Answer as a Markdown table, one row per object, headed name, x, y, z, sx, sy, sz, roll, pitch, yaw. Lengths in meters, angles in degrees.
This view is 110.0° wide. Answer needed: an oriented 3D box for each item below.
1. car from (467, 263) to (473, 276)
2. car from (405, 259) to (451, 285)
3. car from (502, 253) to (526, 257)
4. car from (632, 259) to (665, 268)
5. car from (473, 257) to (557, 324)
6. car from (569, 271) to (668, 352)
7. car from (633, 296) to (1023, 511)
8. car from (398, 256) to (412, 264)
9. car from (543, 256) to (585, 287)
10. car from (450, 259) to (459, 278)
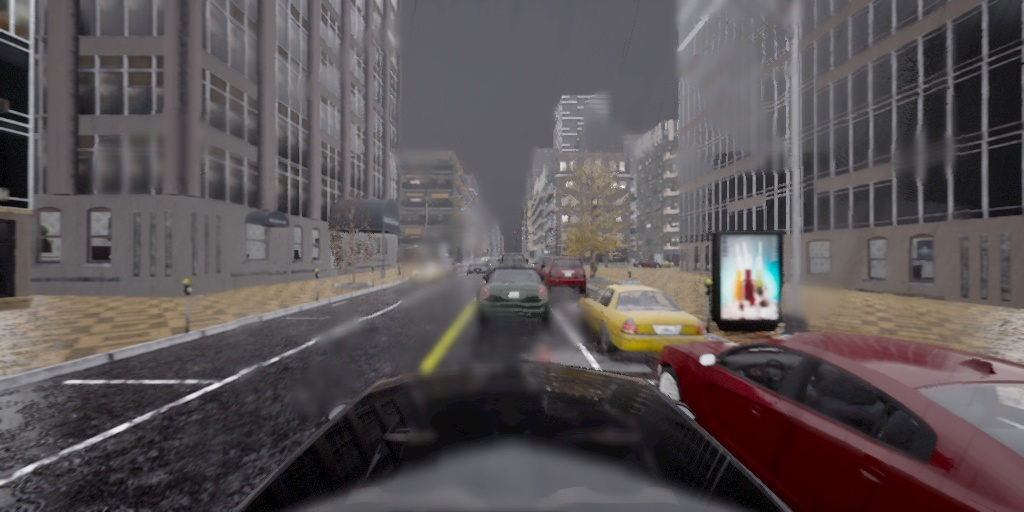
| name | x | y | z | sx | sy | sz | roll | pitch | yaw |
| --- | --- | --- | --- | --- | --- | --- | --- | --- | --- |
| car | -3.085 | 1.111 | 34.190 | 1.994 | 1.385 | 4.181 | 0 | 0 | 0 |
| car | -5.688 | 1.130 | 24.898 | 1.751 | 1.417 | 4.829 | 0 | 0 | 0 |
| car | 0.085 | 0.811 | 27.159 | 2.150 | 2.045 | 5.566 | 0 | 0 | 0 |
| car | 20.839 | 1.164 | 55.331 | 4.097 | 1.591 | 1.967 | 0 | 0 | 0 |
| car | 0.080 | 1.041 | 11.793 | 2.097 | 1.767 | 4.553 | 0 | 1 | 0 |
| car | 2.692 | 1.234 | 8.558 | 1.751 | 1.417 | 4.829 | 0 | 0 | 0 |
| car | 2.691 | 1.288 | 2.829 | 1.888 | 1.381 | 4.507 | 0 | 0 | 0 |
| car | -17.259 | 0.678 | 55.010 | 4.507 | 1.381 | 1.888 | 0 | 0 | 0 |
| car | 2.692 | 0.953 | 19.506 | 2.192 | 1.841 | 5.009 | 0 | 0 | 0 |
| car | -5.687 | 1.009 | 30.627 | 1.967 | 1.591 | 4.097 | 0 | 0 | 0 |
